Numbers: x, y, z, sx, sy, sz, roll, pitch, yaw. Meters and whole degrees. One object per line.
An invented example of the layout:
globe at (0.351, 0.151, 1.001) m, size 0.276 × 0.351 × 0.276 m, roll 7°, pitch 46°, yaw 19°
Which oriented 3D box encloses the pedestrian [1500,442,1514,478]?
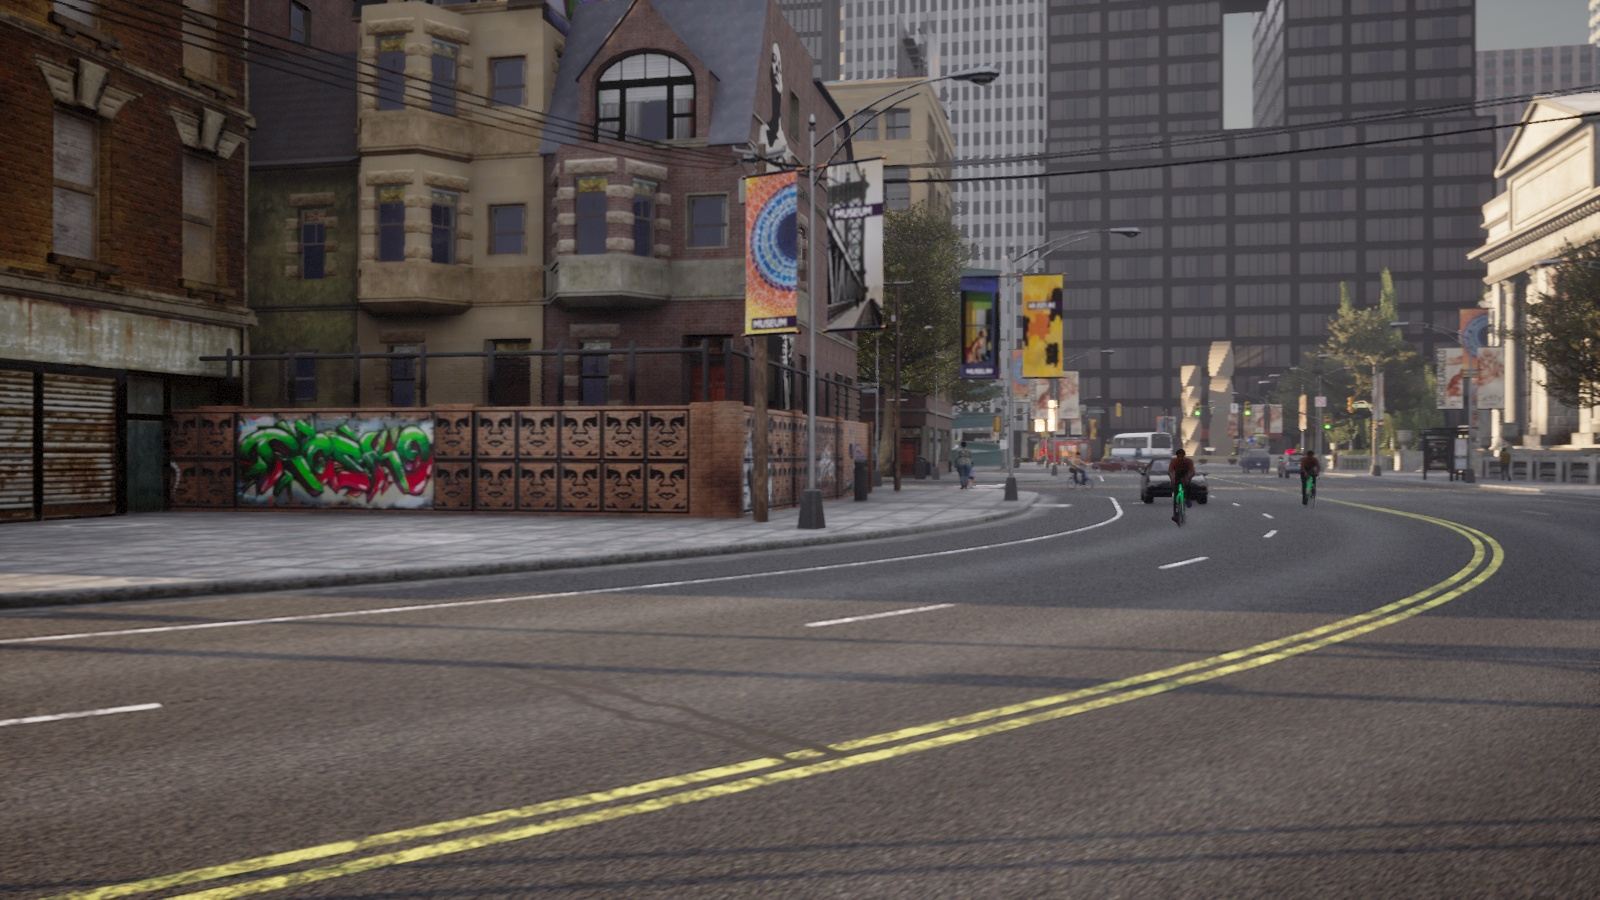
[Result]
pedestrian at (36.454, 0.516, 64.766) m, size 0.370 × 1.835 × 0.726 m, roll 0°, pitch 0°, yaw 5°

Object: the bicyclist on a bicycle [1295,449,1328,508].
bicyclist on a bicycle at (14.330, 0.775, 35.201) m, size 0.582 × 1.620 × 1.656 m, roll 0°, pitch 0°, yaw 13°

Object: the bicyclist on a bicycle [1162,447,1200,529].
bicyclist on a bicycle at (7.895, 0.762, 25.972) m, size 0.582 × 1.620 × 1.656 m, roll -1°, pitch 0°, yaw 22°

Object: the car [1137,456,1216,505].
car at (11.691, 0.890, 39.310) m, size 2.033 × 1.411 × 5.357 m, roll 0°, pitch 0°, yaw 13°

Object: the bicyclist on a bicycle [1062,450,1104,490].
bicyclist on a bicycle at (11.781, 0.820, 52.306) m, size 0.866 × 1.612 × 1.509 m, roll -2°, pitch 1°, yaw -34°

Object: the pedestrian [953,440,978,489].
pedestrian at (6.265, 0.541, 47.632) m, size 0.874 × 1.855 × 0.900 m, roll 0°, pitch 0°, yaw 4°

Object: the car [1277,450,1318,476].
car at (32.190, 0.823, 81.346) m, size 1.851 × 1.617 × 3.988 m, roll 0°, pitch 0°, yaw 13°
